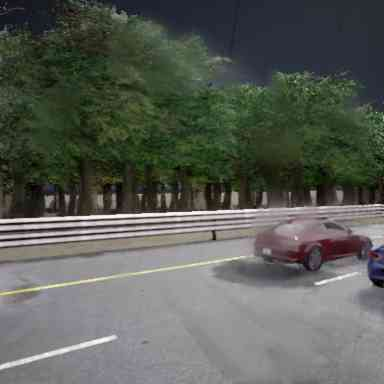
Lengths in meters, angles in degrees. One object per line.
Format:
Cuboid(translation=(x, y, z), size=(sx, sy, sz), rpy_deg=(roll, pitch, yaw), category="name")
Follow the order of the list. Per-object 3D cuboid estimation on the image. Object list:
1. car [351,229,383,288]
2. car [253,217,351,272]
Cuboid(translation=(6.054, 1.558, 8.071), size=(4.674, 1.442, 1.812), rpy_deg=(0, 0, -36), category="car")
Cuboid(translation=(4.041, 1.558, 10.934), size=(4.674, 1.442, 1.812), rpy_deg=(0, 0, -36), category="car")
